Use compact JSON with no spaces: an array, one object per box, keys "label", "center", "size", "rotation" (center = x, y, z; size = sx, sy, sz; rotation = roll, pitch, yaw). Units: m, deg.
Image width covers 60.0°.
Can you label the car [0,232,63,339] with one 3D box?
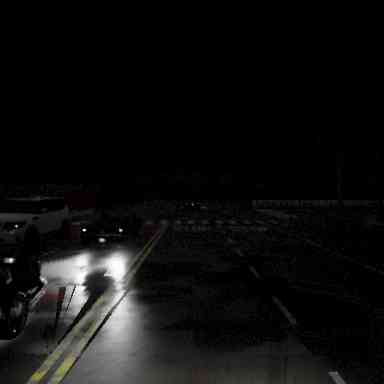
[{"label":"car","center":[-3.590,1.543,3.823],"size":[2.033,1.411,5.357],"rotation":[0,0,0]}]

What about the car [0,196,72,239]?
[{"label":"car","center":[-7.031,1.206,14.230],"size":[2.150,2.045,5.566],"rotation":[0,0,0]}]

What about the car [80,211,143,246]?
[{"label":"car","center":[-3.522,1.581,15.266],"size":[1.895,1.301,4.718],"rotation":[0,0,0]}]

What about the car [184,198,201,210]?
[{"label":"car","center":[0.067,1.474,41.774],"size":[1.994,1.385,4.181],"rotation":[0,0,0]}]
